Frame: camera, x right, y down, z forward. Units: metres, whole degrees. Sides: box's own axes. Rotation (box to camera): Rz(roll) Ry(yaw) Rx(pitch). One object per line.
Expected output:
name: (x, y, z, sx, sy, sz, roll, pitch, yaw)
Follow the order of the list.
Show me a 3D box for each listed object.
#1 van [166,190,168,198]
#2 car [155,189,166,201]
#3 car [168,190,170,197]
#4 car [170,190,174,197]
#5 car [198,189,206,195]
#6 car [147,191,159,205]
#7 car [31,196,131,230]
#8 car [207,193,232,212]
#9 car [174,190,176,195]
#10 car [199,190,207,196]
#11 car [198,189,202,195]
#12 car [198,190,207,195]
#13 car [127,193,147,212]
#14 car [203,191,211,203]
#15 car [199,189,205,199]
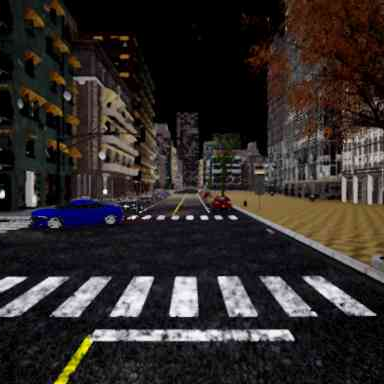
van: (-5.697, 0.383, 58.352, 1.690, 1.788, 3.998, 0, 1, 0)
car: (-5.696, 0.570, 52.821, 1.967, 1.590, 4.097, 0, 1, 0)
car: (-5.698, 0.537, 63.887, 1.802, 1.307, 4.206, 0, 1, 0)
car: (-5.700, 0.222, 74.949, 1.967, 1.590, 4.097, 0, 1, 0)
car: (2.678, -0.033, 91.545, 1.967, 1.590, 4.097, 0, 1, 0)
car: (-5.695, 0.857, 41.759, 2.008, 1.369, 4.403, 0, 1, 0)
car: (-6.310, 1.171, 18.698, 5.008, 1.535, 1.882, -1, 5, -40)
car: (2.687, 1.028, 30.696, 1.887, 1.381, 4.507, 0, 1, 0)
car: (-5.703, 0.079, 91.546, 2.008, 1.369, 4.403, 0, 1, 0)
car: (2.680, 0.240, 80.484, 1.887, 1.381, 4.507, 0, 1, 0)
car: (2.681, 0.389, 69.589, 1.752, 1.417, 4.829, 0, 1, 0)
car: (2.679, 0.162, 86.016, 2.008, 1.369, 4.403, 0, 1, 0)
car: (-5.693, 1.036, 30.695, 2.008, 1.369, 4.403, 0, 1, 0)
car: (2.685, 0.827, 41.929, 1.752, 1.417, 4.829, 0, 1, 0)
car: (2.683, 0.623, 58.356, 1.802, 1.307, 4.206, 0, 1, 0)
